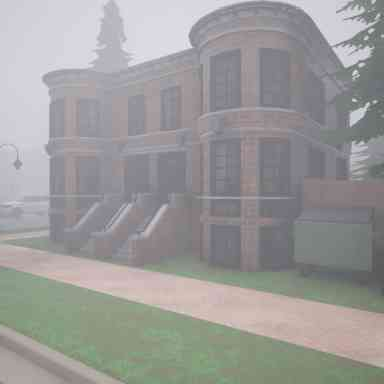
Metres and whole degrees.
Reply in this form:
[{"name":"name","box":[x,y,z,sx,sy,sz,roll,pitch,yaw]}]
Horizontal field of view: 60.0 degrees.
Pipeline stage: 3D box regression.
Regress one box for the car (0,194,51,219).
[{"name":"car","box":[-14.447,1.221,29.788,2.150,2.045,5.566,0,0,34]}]
